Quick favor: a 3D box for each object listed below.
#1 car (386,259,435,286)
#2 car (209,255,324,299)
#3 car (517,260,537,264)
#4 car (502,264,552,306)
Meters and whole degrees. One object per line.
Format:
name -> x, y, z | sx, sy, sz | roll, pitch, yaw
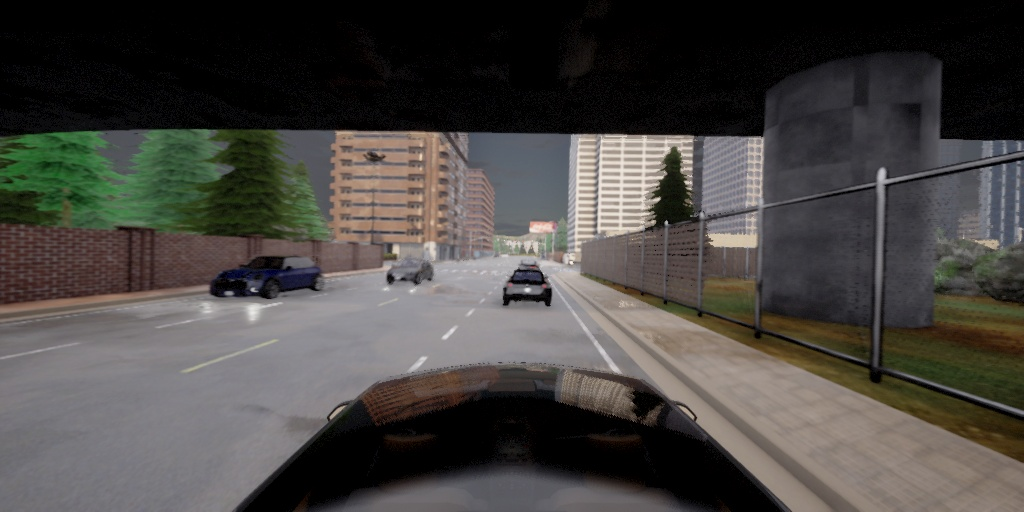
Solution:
car -> -6.189, 0.938, 22.319 | 2.128, 1.511, 4.902 | 2, 0, 3
car -> -10.066, 0.747, 15.145 | 2.097, 1.767, 4.553 | 2, 0, 3
car -> 1.440, 1.072, 31.138 | 2.128, 1.511, 4.902 | 1, 0, 3
car -> 0.668, 1.235, 15.526 | 1.994, 1.385, 4.181 | 2, 0, 3
